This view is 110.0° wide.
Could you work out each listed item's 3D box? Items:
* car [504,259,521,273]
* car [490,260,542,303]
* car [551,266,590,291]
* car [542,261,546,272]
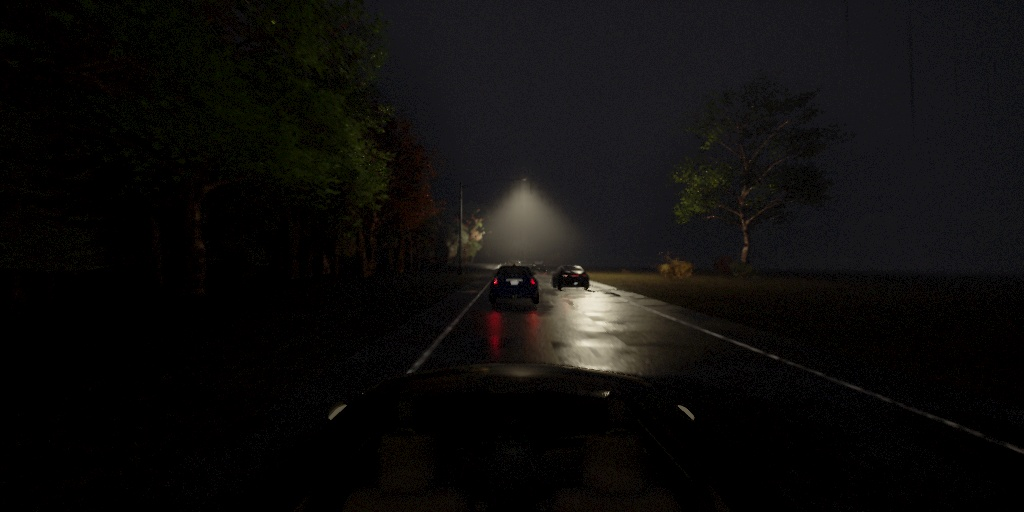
[{"bbox_3d":[0.099,1.294,47.083,2.097,1.767,4.553,0,0,0],"label":"car"},{"bbox_3d":[0.101,1.172,17.258,2.097,1.767,4.553,0,0,0],"label":"car"},{"bbox_3d":[3.586,1.337,22.546,2.128,1.511,4.902,0,0,0],"label":"car"},{"bbox_3d":[3.596,1.445,49.843,2.128,1.511,4.902,0,0,0],"label":"car"}]
